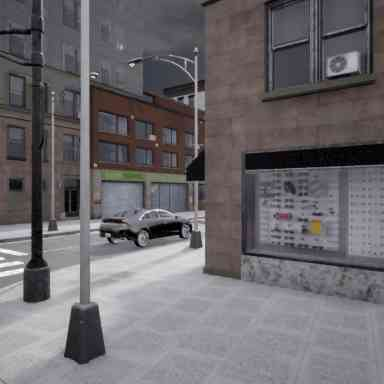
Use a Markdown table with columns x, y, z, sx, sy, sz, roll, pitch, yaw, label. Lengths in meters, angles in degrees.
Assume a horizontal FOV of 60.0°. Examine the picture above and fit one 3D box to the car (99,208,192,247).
| x | y | z | sx | sy | sz | roll | pitch | yaw | label |
| --- | --- | --- | --- | --- | --- | --- | --- | --- | --- |
| -1.869 | 1.459 | 14.943 | 2.128 | 1.511 | 4.902 | 0 | 0 | 35 | car |
